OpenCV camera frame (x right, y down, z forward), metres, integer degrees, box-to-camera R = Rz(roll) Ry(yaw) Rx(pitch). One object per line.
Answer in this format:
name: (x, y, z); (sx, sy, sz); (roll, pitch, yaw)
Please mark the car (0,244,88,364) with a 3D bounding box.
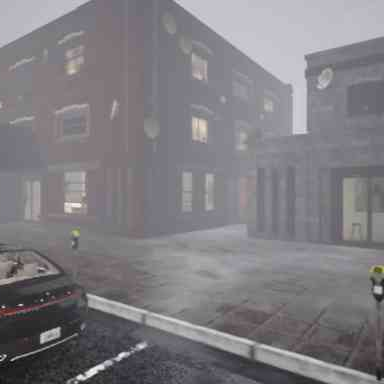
car: (-3.527, 1.531, 5.388); (4.403, 1.369, 2.008); (0, 0, 35)
